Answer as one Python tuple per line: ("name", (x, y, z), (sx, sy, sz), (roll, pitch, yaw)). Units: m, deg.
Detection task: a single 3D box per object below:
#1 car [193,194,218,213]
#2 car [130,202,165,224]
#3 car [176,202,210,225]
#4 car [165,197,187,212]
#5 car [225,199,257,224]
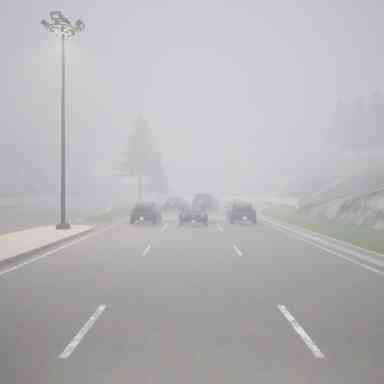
("car", (1.587, 1.221, 37.939), (2.150, 2.045, 5.566), (0, 0, 14))
("car", (-3.358, 1.505, 24.868), (1.837, 1.490, 4.892), (0, 0, 1))
("car", (0.123, 1.601, 23.965), (1.895, 1.301, 4.718), (0, 0, 1))
("car", (-1.760, 1.353, 38.606), (2.097, 1.767, 4.553), (0, 0, 13))
("car", (3.653, 1.505, 25.008), (1.837, 1.490, 4.892), (0, 0, 1))
